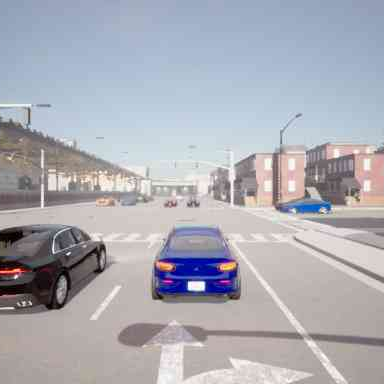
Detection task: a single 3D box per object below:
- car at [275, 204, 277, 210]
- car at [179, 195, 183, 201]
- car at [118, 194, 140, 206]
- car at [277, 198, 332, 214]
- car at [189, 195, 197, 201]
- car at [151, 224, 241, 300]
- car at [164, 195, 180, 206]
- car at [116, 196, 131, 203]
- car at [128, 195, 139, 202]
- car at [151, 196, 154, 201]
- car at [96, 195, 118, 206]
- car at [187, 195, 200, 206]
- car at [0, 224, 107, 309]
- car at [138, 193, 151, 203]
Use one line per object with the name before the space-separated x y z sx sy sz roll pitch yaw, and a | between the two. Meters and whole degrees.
car | 12.121 1.477 38.200 5.008 1.535 1.882 0 0 2
car | -3.303 1.524 86.678 1.812 1.442 4.674 0 0 0
car | -10.450 1.547 55.389 2.033 1.411 5.357 0 0 0
car | 11.832 1.477 34.545 5.008 1.535 1.882 0 0 -1
car | 0.196 1.539 86.405 2.033 1.411 5.357 0 0 0
car | 0.096 1.526 8.286 1.812 1.442 4.674 0 0 0
car | -3.279 1.600 52.821 1.895 1.301 4.718 0 0 0
car | -13.850 1.492 67.595 2.128 1.511 4.902 0 0 0
car | -13.821 1.521 79.103 1.812 1.442 4.674 0 0 0
car | -10.319 1.549 79.693 1.994 1.385 4.181 0 0 0
car | -13.956 1.352 53.684 2.097 1.767 4.553 0 0 0
car | 0.220 1.600 52.812 1.895 1.301 4.718 0 0 0
car | -3.411 1.505 7.831 1.837 1.490 4.892 0 0 0
car | -10.346 1.222 68.443 2.150 2.045 5.566 0 0 0
